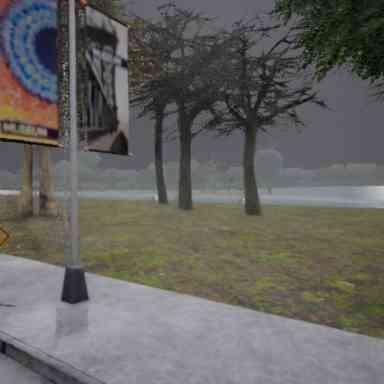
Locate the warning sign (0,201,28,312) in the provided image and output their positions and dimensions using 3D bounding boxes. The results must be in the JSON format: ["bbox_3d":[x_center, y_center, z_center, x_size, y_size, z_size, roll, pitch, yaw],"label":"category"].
[{"bbox_3d":[-3.787,1.104,5.755,1.060,1.860,1.300,-1,0,36],"label":"warning sign"}]
